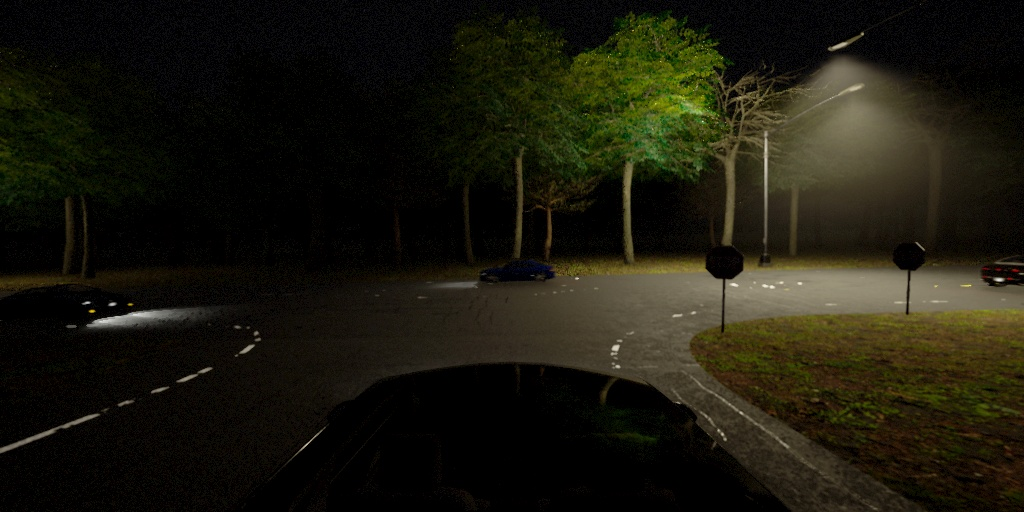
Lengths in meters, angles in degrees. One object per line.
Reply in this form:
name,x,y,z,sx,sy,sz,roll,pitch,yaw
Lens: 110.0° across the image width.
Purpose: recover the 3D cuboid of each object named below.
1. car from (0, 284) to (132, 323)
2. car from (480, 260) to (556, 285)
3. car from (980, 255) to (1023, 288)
car,-18.648,1.884,14.915,4.181,1.385,1.994,-1,3,0
car,0.347,0.985,22.074,4.674,1.442,1.812,-1,2,-1
car,22.994,0.679,15.141,4.892,1.490,1.837,-2,3,0
